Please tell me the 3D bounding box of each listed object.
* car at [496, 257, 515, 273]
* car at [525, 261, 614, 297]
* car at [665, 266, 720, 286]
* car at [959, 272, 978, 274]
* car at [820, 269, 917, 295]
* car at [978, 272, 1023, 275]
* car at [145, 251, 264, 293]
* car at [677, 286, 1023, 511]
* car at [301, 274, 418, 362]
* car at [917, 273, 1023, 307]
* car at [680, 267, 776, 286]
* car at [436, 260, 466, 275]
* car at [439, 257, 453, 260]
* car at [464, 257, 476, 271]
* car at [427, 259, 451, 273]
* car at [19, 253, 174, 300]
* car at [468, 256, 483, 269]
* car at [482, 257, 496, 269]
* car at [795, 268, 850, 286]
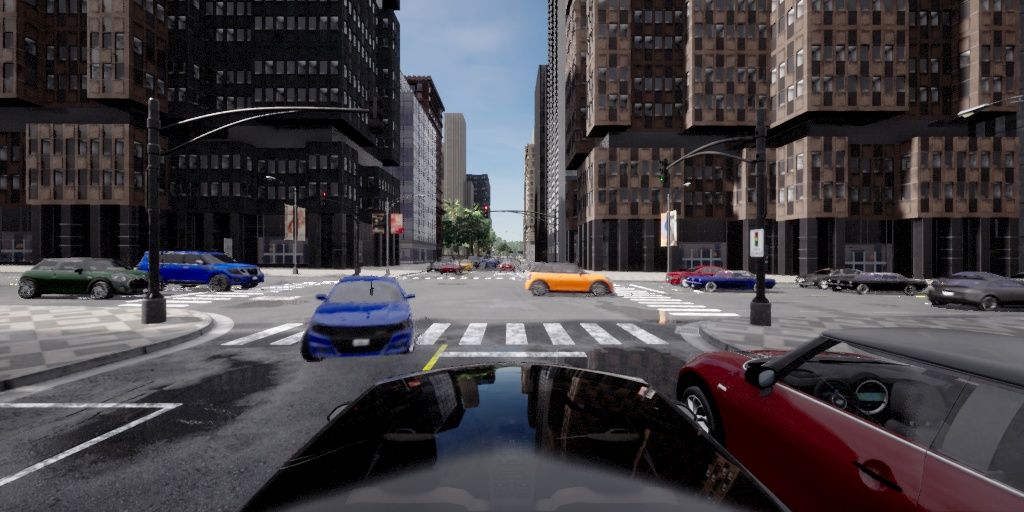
[{"bbox_3d":[-0.606,1.198,43.747,1.967,1.591,4.097,0,0,0],"label":"car"},{"bbox_3d":[2.974,1.173,18.936,4.553,1.767,2.097,1,0,0],"label":"car"},{"bbox_3d":[13.644,1.443,25.704,5.008,1.535,1.882,1,0,0],"label":"car"},{"bbox_3d":[33.112,1.812,25.810,4.181,1.385,1.994,1,0,-1],"label":"car"},{"bbox_3d":[22.692,1.701,22.502,4.718,1.301,1.895,1,0,0],"label":"car"},{"bbox_3d":[33.100,1.757,22.554,4.892,1.490,1.837,1,0,0],"label":"car"},{"bbox_3d":[-16.263,0.770,18.822,5.566,2.045,2.150,1,0,0],"label":"car"},{"bbox_3d":[2.764,1.190,2.356,1.967,1.591,4.097,0,0,0],"label":"car"},{"bbox_3d":[-3.422,1.227,8.605,1.882,1.535,5.008,2,0,-19],"label":"car"},{"bbox_3d":[21.180,1.651,15.792,4.181,1.385,1.994,1,0,0],"label":"car"},{"bbox_3d":[13.526,1.569,22.447,4.718,1.301,1.895,1,0,0],"label":"car"},{"bbox_3d":[-6.463,1.347,38.521,1.895,1.301,4.718,0,0,1],"label":"car"},{"bbox_3d":[-9.166,1.085,49.120,2.192,1.841,5.009,0,0,0],"label":"car"},{"bbox_3d":[-6.497,1.247,48.915,1.882,1.535,5.008,0,0,0],"label":"car"},{"bbox_3d":[-9.131,1.324,43.694,1.948,1.339,4.313,0,0,0],"label":"car"},{"bbox_3d":[-18.003,0.881,15.519,4.553,1.767,2.097,1,0,1],"label":"car"},{"bbox_3d":[-6.557,1.015,59.254,2.150,2.045,5.566,0,0,0],"label":"car"},{"bbox_3d":[-3.368,1.270,59.072,1.882,1.535,5.008,0,0,0],"label":"car"},{"bbox_3d":[23.135,1.608,25.752,4.892,1.490,1.837,1,0,0],"label":"car"}]
